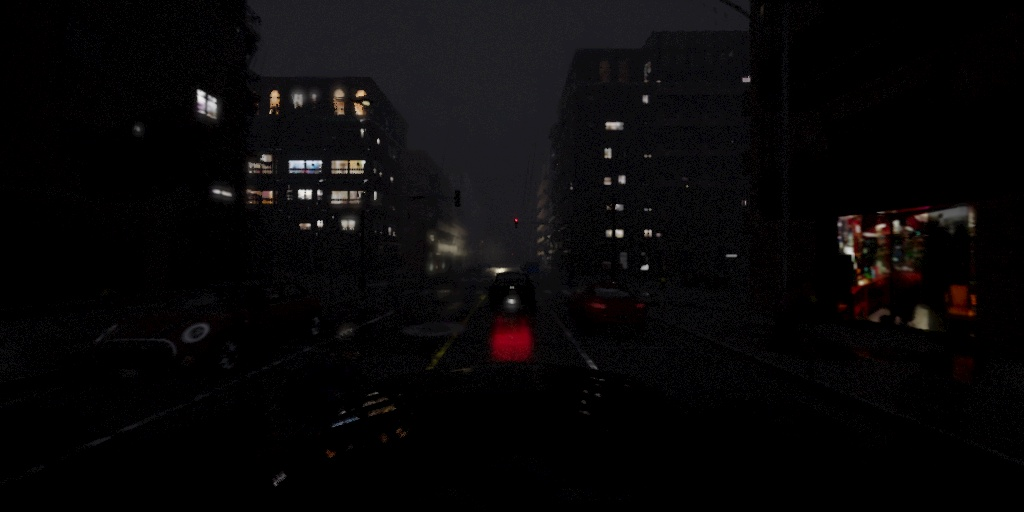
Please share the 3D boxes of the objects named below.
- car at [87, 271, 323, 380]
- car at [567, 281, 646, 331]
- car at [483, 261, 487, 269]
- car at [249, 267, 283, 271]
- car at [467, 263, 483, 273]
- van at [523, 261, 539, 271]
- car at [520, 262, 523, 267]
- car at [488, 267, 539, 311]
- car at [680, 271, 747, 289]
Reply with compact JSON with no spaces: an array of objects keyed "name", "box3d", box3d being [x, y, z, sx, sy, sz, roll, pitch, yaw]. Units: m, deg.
[{"name":"car","box3d":[-5.733,1.248,7.357,1.967,1.591,4.097,0,0,0]},{"name":"car","box3d":[2.798,1.430,11.138,1.802,1.307,4.207,0,0,0]},{"name":"car","box3d":[-5.833,1.995,60.104,1.948,1.339,4.313,0,0,0]},{"name":"car","box3d":[-17.740,1.481,26.324,4.207,1.307,1.802,0,0,0]},{"name":"car","box3d":[-5.833,1.940,54.583,1.802,1.307,4.207,0,0,0]},{"name":"van","box3d":[2.821,1.628,49.036,1.690,1.789,3.998,0,0,0]},{"name":"car","box3d":[2.733,1.671,54.532,2.192,1.841,5.009,0,0,0]},{"name":"car","box3d":[0.030,1.401,15.355,1.837,1.490,4.892,0,0,1]},{"name":"car","box3d":[14.712,1.763,26.259,4.507,1.381,1.888,0,0,0]}]
